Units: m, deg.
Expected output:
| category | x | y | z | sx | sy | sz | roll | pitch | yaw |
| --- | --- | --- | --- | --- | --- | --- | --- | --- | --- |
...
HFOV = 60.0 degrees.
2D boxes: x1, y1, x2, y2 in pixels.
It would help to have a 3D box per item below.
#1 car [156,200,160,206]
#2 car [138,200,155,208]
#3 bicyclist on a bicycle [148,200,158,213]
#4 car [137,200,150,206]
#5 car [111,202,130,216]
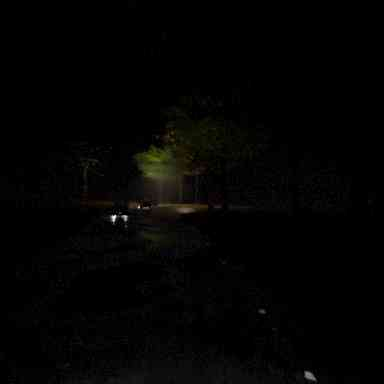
| category | x | y | z | sx | sy | sz | roll | pitch | yaw |
| --- | --- | --- | --- | --- | --- | --- | --- | --- | --- |
| car | -8.344 | 2.467 | 74.605 | 1.837 | 1.490 | 4.892 | 0 | -1 | 5 |
| car | -8.318 | 2.264 | 60.953 | 1.994 | 1.385 | 4.181 | 0 | -1 | -3 |
| bicyclist on a bicycle | -4.433 | 1.729 | 39.866 | 0.866 | 1.612 | 1.509 | 1 | -2 | -11 |
| car | -11.150 | 2.426 | 76.937 | 1.895 | 1.301 | 4.718 | 0 | -1 | 5 |
| car | -7.800 | 1.808 | 36.415 | 2.033 | 1.411 | 5.357 | 0 | -1 | -11 |
